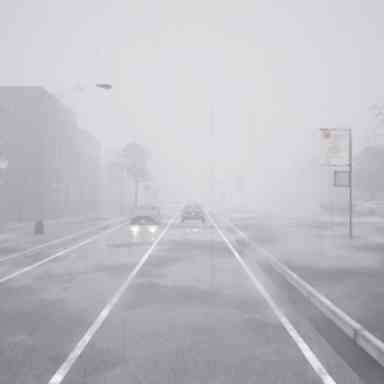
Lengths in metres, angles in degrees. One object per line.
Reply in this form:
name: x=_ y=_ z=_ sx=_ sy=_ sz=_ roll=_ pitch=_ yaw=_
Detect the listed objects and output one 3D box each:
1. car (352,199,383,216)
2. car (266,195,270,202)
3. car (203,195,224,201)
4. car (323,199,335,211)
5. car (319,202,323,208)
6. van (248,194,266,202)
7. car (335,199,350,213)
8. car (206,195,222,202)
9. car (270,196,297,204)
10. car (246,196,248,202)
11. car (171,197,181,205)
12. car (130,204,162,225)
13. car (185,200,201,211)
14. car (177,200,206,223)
car: x=18.689 y=1.604 z=32.877 sx=4.674 sy=1.452 sz=2.002 roll=0 pitch=0 yaw=0
car: x=18.667 y=1.727 z=70.081 sx=4.674 sy=1.452 sz=2.002 roll=0 pitch=0 yaw=0
car: x=6.066 y=1.902 z=91.418 sx=5.366 sy=1.575 sz=1.946 roll=0 pitch=-1 yaw=0
car: x=18.689 y=1.586 z=39.299 sx=4.892 sy=1.521 sz=2.231 roll=0 pitch=0 yaw=0
car: x=18.693 y=1.635 z=42.575 sx=4.674 sy=1.452 sz=2.002 roll=0 pitch=0 yaw=0
van: x=18.407 y=1.672 z=90.877 sx=4.442 sy=1.987 sz=1.878 roll=0 pitch=-1 yaw=0
car: x=18.699 y=1.574 z=36.026 sx=5.008 sy=1.535 sz=2.097 roll=0 pitch=0 yaw=0
car: x=6.258 y=1.840 z=94.340 sx=4.553 sy=1.767 sz=2.185 roll=0 pitch=-1 yaw=0
car: x=18.738 y=1.549 z=66.911 sx=4.553 sy=1.767 sz=2.185 roll=0 pitch=0 yaw=0
car: x=18.686 y=1.952 z=93.669 sx=5.366 sy=1.575 sz=1.946 roll=0 pitch=-1 yaw=0
car: x=-3.273 y=1.706 z=67.134 sx=1.882 sy=1.535 sz=5.008 roll=0 pitch=0 yaw=0
car: x=-3.357 y=1.629 z=25.319 sx=2.033 sy=1.411 sz=5.357 roll=0 pitch=0 yaw=0
car: x=0.088 y=1.710 z=43.016 sx=1.994 sy=1.385 sz=4.181 roll=0 pitch=0 yaw=0
car: x=0.094 y=1.634 z=26.564 sx=2.033 sy=1.411 sz=5.357 roll=0 pitch=0 yaw=0
